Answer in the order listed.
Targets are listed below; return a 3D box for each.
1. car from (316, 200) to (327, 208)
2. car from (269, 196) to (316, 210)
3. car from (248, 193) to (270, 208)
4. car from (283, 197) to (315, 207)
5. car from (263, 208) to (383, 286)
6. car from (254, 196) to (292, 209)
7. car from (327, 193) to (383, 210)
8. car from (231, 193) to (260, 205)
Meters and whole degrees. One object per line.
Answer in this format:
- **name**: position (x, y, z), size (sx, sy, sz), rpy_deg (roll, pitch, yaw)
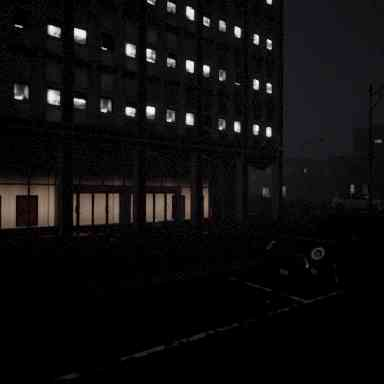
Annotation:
- **car**: position (18.557, 1.445, 44.105), size (1.752, 1.417, 4.829), rpy_deg (1, 0, -35)
- **car**: position (11.760, 1.425, 39.201), size (2.008, 1.369, 4.403), rpy_deg (1, 0, -35)
- **car**: position (8.613, 1.166, 43.756), size (2.192, 1.841, 5.009), rpy_deg (1, 0, -35)
- **car**: position (15.505, 1.478, 48.520), size (1.802, 1.307, 4.206), rpy_deg (1, 0, -35)
- **car**: position (3.879, 1.440, 9.328), size (4.097, 1.590, 1.967), rpy_deg (0, 0, -36)
- **car**: position (10.862, 1.344, 45.050), size (1.882, 1.535, 5.008), rpy_deg (0, 0, -35)
- **car**: position (17.684, 1.139, 35.141), size (2.150, 2.045, 5.566), rpy_deg (0, 0, -36)
- **car**: position (9.209, 1.166, 57.629), size (2.192, 1.841, 5.009), rpy_deg (1, 0, -35)
